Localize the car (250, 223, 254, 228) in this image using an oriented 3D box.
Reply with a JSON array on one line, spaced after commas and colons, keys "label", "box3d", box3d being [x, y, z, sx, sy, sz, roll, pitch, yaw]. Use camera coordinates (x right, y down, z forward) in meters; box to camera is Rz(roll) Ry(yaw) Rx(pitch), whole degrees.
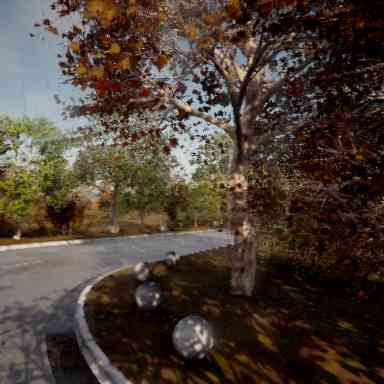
[{"label": "car", "box3d": [9.436, 4.849, 49.044, 1.895, 1.301, 4.718, 0, -4, 27]}]
